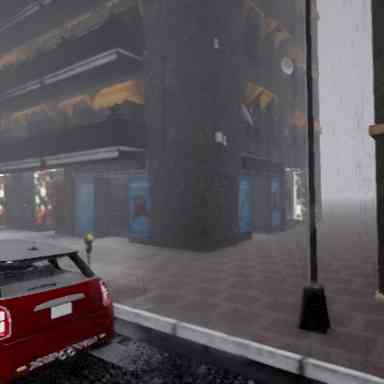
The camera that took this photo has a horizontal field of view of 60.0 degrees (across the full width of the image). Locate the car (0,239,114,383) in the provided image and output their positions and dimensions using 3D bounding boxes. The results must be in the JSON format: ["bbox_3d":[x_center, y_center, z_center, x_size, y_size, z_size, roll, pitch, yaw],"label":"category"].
[{"bbox_3d":[-3.151,1.455,5.141,4.097,1.590,1.967,0,-1,36],"label":"car"}]
